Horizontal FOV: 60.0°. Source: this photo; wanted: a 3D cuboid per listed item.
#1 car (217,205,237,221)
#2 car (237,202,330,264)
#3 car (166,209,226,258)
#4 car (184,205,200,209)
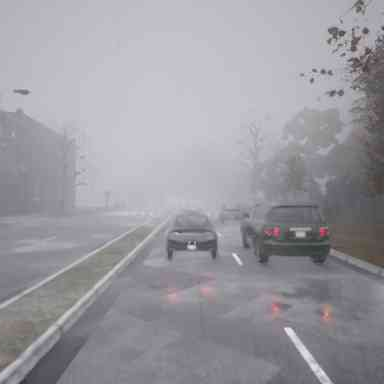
[{"bbox_3d":[3.241,1.824,28.521,2.128,1.511,4.902,0,-1,0],"label":"car"},{"bbox_3d":[3.247,1.372,12.583,2.150,2.045,5.566,0,0,0],"label":"car"},{"bbox_3d":[0.007,1.651,13.509,2.128,1.511,4.902,0,-1,0],"label":"car"},{"bbox_3d":[-0.007,1.861,28.911,1.812,1.442,4.674,0,0,0],"label":"car"}]
